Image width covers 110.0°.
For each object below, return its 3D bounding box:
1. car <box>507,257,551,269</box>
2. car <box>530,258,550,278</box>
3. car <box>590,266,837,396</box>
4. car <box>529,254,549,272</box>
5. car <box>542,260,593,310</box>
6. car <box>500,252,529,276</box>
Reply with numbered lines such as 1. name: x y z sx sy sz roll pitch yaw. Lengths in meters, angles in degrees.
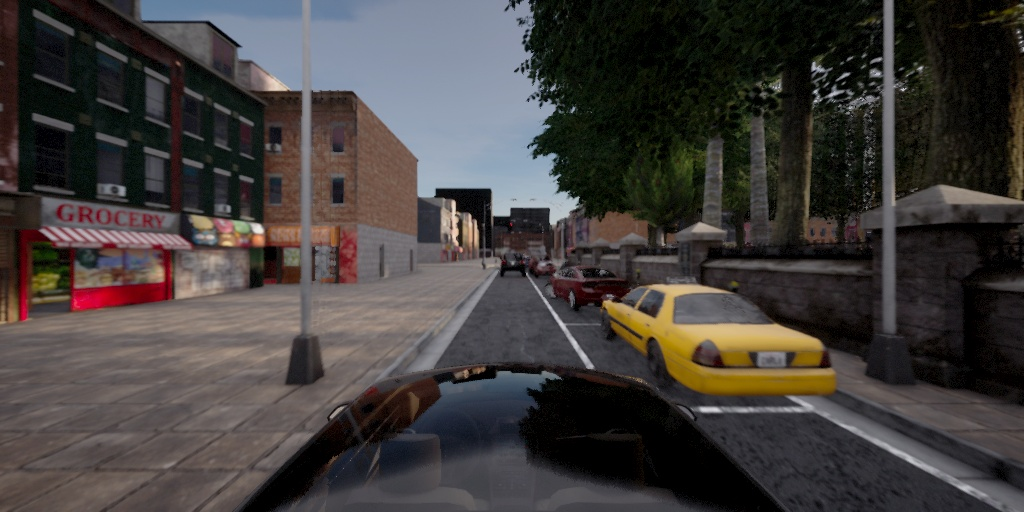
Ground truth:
1. car: 2.145 0.865 44.872 5.357 1.411 2.033 0 1 -35
2. car: 2.640 1.046 28.976 1.802 1.307 4.207 0 0 0
3. car: 3.025 1.151 6.741 1.801 1.575 5.366 0 1 0
4. car: 2.640 0.726 34.425 2.192 1.841 5.009 0 0 0
5. car: 2.782 1.094 14.000 1.882 1.535 5.008 0 1 -8
6. car: 0.082 0.658 31.980 2.150 2.045 5.566 0 1 0
